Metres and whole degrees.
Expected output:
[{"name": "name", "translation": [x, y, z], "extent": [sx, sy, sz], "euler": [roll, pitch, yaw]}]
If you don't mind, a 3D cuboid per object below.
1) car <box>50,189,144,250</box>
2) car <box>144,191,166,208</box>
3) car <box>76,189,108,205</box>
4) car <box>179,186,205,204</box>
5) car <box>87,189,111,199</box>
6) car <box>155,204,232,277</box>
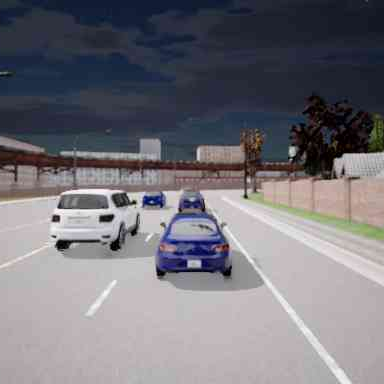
[{"name": "car", "translation": [-3.454, 0.905, 12.836], "extent": [2.150, 2.045, 5.566], "euler": [0, 2, 0]}, {"name": "car", "translation": [-3.510, 0.634, 31.428], "extent": [1.882, 1.535, 5.008], "euler": [0, 2, 0]}, {"name": "car", "translation": [-10.699, 0.510, 35.888], "extent": [1.882, 1.535, 5.008], "euler": [0, 2, 0]}, {"name": "car", "translation": [-0.008, 0.603, 28.044], "extent": [2.097, 1.767, 4.553], "euler": [0, 2, 0]}, {"name": "car", "translation": [-13.819, 0.250, 49.749], "extent": [1.895, 1.301, 4.718], "euler": [0, 1, 5]}, {"name": "car", "translation": [0.040, 1.299, 9.379], "extent": [1.812, 1.442, 4.674], "euler": [0, 2, 0]}]
